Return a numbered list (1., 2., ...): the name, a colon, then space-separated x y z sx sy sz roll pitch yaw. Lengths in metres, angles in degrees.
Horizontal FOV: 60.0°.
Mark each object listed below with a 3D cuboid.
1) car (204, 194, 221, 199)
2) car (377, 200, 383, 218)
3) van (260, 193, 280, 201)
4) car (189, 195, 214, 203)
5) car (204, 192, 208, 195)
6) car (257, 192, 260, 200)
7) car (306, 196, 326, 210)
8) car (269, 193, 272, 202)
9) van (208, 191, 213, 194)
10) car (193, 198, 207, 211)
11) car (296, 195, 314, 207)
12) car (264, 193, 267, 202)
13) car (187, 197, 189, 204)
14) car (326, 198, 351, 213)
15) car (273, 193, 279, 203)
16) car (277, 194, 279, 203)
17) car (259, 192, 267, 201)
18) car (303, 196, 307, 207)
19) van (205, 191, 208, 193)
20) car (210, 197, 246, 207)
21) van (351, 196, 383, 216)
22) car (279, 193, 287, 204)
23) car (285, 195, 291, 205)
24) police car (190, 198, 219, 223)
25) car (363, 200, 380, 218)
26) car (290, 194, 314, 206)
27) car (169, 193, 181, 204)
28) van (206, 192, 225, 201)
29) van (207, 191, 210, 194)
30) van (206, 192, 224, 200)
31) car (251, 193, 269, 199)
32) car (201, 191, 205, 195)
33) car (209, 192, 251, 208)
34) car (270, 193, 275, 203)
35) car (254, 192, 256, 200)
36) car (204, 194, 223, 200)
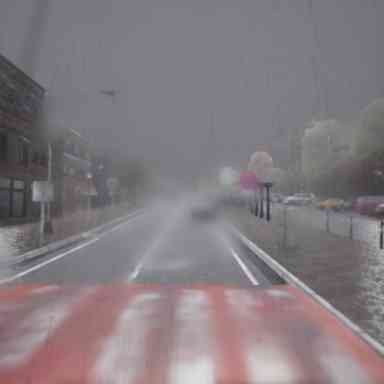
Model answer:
1. car: 5.674 1.259 94.035 4.674 1.452 2.002 0 1 0
2. car: 18.840 1.687 27.857 5.008 1.535 2.097 0 0 0
3. van: 18.891 1.157 80.599 4.442 1.987 1.878 0 1 0
4. car: 0.975 1.511 37.431 2.097 1.767 4.553 0 0 0
5. car: 5.709 1.451 74.410 4.892 1.521 2.231 0 1 0
6. car: 18.806 1.165 77.822 5.566 2.045 2.435 0 1 0
7. car: 18.637 1.612 44.511 5.366 1.575 1.946 0 0 0
8. car: 18.760 1.526 69.491 4.792 1.488 2.163 0 1 0
9. van: 5.601 1.308 63.194 4.442 1.987 1.878 0 0 0
10. car: 0.976 1.589 43.659 1.801 1.575 5.366 0 0 0
11. car: 18.821 1.593 50.062 4.892 1.521 2.231 0 0 0
12. car: 18.814 1.501 72.274 4.792 1.488 2.163 0 1 0
13. car: 0.001 1.629 62.704 1.895 1.301 4.718 0 0 0
14. car: 18.801 1.669 38.960 4.792 1.488 2.163 0 0 0
15. car: 18.791 1.530 63.941 5.008 1.535 2.097 0 0 0
16. car: 18.794 1.546 61.164 4.892 1.521 2.231 0 0 0
17. car: 18.753 1.193 75.046 5.566 2.045 2.435 0 1 0
18. car: 18.848 1.633 47.287 4.792 1.488 2.163 0 0 0
19. van: 5.816 1.196 77.216 4.442 1.987 1.878 0 1 0
20. car: 5.548 1.580 51.978 5.366 1.575 1.946 0 0 0
21. van: 18.954 1.437 33.409 4.442 1.987 1.878 0 0 0
22. car: 18.775 1.305 58.388 5.566 2.045 2.435 0 0 0
23. car: 18.813 1.568 55.613 5.008 1.535 2.097 0 0 0
24. police car: 0.976 1.610 27.561 1.930 1.638 5.238 0 0 0
25. car: 18.838 1.715 30.635 4.674 1.452 2.002 0 0 0
26. car: 18.817 1.580 52.837 5.008 1.535 2.097 0 0 0
27. car: -3.264 1.232 65.006 2.150 2.045 5.566 0 1 0
28. van: 5.808 1.129 82.820 4.442 1.987 1.878 0 1 0
29. van: 5.831 1.291 65.995 4.442 1.987 1.878 0 0 0
30. van: 5.804 1.095 85.623 4.442 1.987 1.878 0 1 0
31. car: 18.790 1.122 91.702 4.553 1.767 2.185 0 1 0
32. car: 5.667 1.137 80.016 5.566 2.045 2.435 0 1 0
33. car: 5.708 1.343 49.173 5.566 2.045 2.435 0 0 0
34. car: 18.977 1.511 66.719 5.366 1.575 1.946 0 0 0
35. car: 18.957 1.346 83.376 5.366 1.575 1.946 0 1 0
36. car: 5.678 1.288 88.429 4.892 1.521 2.231 0 1 0
